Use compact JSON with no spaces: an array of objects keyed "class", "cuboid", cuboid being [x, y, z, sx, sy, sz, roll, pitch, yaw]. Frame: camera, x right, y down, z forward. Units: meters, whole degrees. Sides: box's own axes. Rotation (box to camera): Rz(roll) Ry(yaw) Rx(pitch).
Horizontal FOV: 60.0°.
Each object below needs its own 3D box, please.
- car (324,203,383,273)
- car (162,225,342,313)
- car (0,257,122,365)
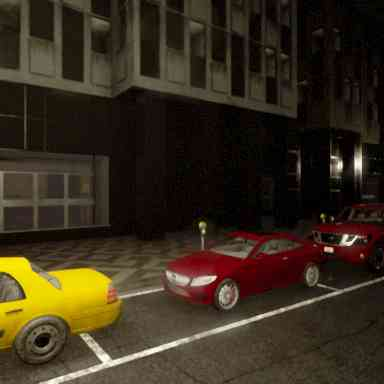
[{"class":"car","cuboid":[5.908,1.309,10.846,5.009,1.841,2.192,0,0,-35]},{"class":"car","cuboid":[1.342,1.579,7.600,4.206,1.307,1.802,0,0,-35]},{"class":"car","cuboid":[-3.363,1.525,4.257,4.829,1.417,1.752,0,0,-35]}]
